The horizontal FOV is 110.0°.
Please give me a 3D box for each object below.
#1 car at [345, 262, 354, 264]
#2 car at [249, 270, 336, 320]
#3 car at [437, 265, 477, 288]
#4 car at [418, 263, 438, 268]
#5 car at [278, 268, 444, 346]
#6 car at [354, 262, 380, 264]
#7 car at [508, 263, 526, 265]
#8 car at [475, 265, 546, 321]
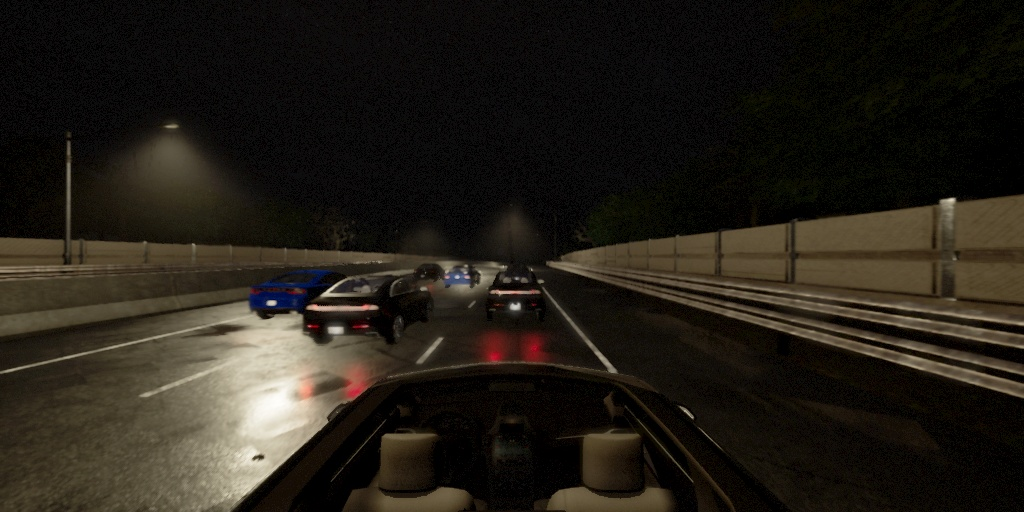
[{"bbox_3d":[-23.465,1.554,51.635,1.895,1.301,4.718,0,-1,3],"label":"car"},{"bbox_3d":[-6.859,1.234,12.744,1.882,1.535,5.008,0,-1,1],"label":"car"},{"bbox_3d":[-3.218,1.323,24.038,2.033,1.411,5.357,0,0,2],"label":"car"},{"bbox_3d":[-6.575,1.308,28.930,1.812,1.442,4.674,0,0,2],"label":"car"},{"bbox_3d":[-3.413,1.244,9.431,2.128,1.511,4.902,0,0,1],"label":"car"},{"bbox_3d":[-19.976,1.500,51.413,2.033,1.411,5.357,0,-1,3],"label":"car"},{"bbox_3d":[0.397,1.289,27.814,1.837,1.490,4.892,0,0,2],"label":"car"},{"bbox_3d":[0.137,1.249,12.560,2.128,1.511,4.902,0,0,1],"label":"car"}]
